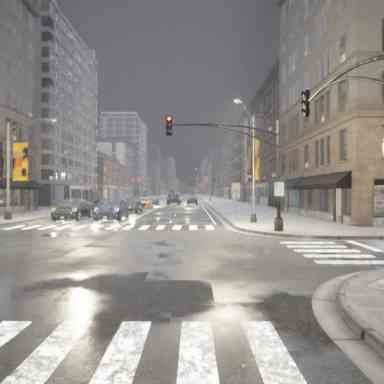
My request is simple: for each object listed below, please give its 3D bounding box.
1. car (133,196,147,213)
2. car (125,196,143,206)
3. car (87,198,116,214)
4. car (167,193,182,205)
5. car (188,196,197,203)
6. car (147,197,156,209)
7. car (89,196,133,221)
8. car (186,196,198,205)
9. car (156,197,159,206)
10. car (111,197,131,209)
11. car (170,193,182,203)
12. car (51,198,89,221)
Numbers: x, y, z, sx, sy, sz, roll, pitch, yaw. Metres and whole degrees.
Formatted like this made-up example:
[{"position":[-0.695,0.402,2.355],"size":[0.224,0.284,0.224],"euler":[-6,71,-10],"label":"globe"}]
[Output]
[{"position":[-6.552,1.484,36.257],"size":[2.128,1.511,4.902],"euler":[0,0,0],"label":"car"},{"position":[-9.761,1.474,56.637],"size":[2.128,1.511,4.902],"euler":[0,0,1],"label":"car"},{"position":[-9.806,1.497,36.394],"size":[1.837,1.490,4.892],"euler":[0,0,0],"label":"car"},{"position":[-3.200,1.203,57.927],"size":[2.150,2.045,5.566],"euler":[0,0,0],"label":"car"},{"position":[0.059,1.501,68.314],"size":[1.812,1.442,4.674],"euler":[0,0,0],"label":"car"},{"position":[-6.541,1.466,45.760],"size":[1.882,1.535,5.008],"euler":[0,0,0],"label":"car"},{"position":[-6.566,1.347,27.418],"size":[2.097,1.767,4.553],"euler":[0,0,0],"label":"car"},{"position":[0.050,1.486,57.895],"size":[1.837,1.490,4.892],"euler":[0,0,0],"label":"car"},{"position":[-6.518,1.508,55.612],"size":[1.812,1.442,4.674],"euler":[0,0,1],"label":"car"},{"position":[-9.793,1.514,46.339],"size":[1.812,1.442,4.674],"euler":[0,0,0],"label":"car"},{"position":[-3.191,1.196,68.347],"size":[2.150,2.045,5.566],"euler":[0,0,0],"label":"car"},{"position":[-9.815,1.347,27.422],"size":[2.097,1.767,4.553],"euler":[0,0,0],"label":"car"}]
